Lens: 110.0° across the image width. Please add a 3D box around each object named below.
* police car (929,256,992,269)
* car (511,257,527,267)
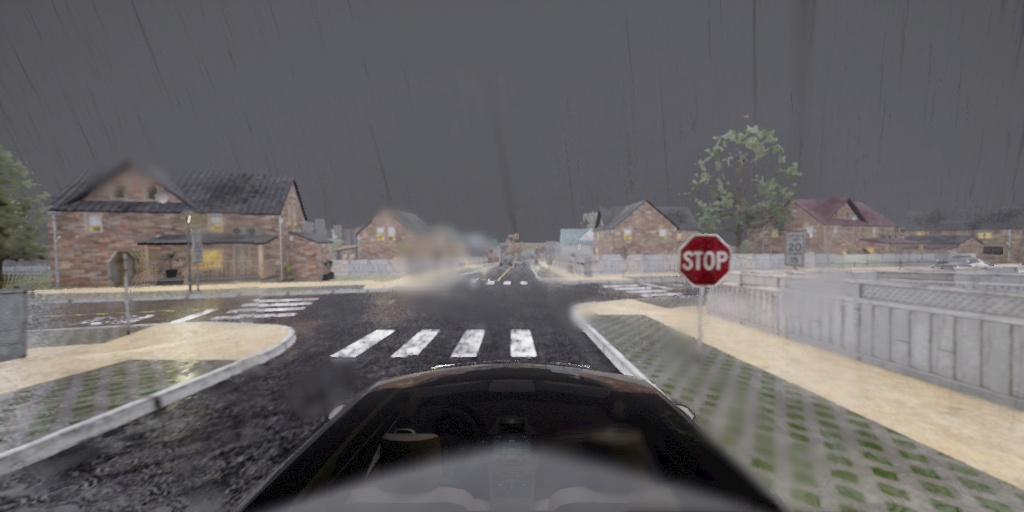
[{"bbox_3d":[37.414,0.782,30.027,4.974,1.542,2.038,-1,3,-17],"label":"police car"},{"bbox_3d":[1.427,1.165,63.506,2.128,1.511,4.902,0,0,3],"label":"car"}]
